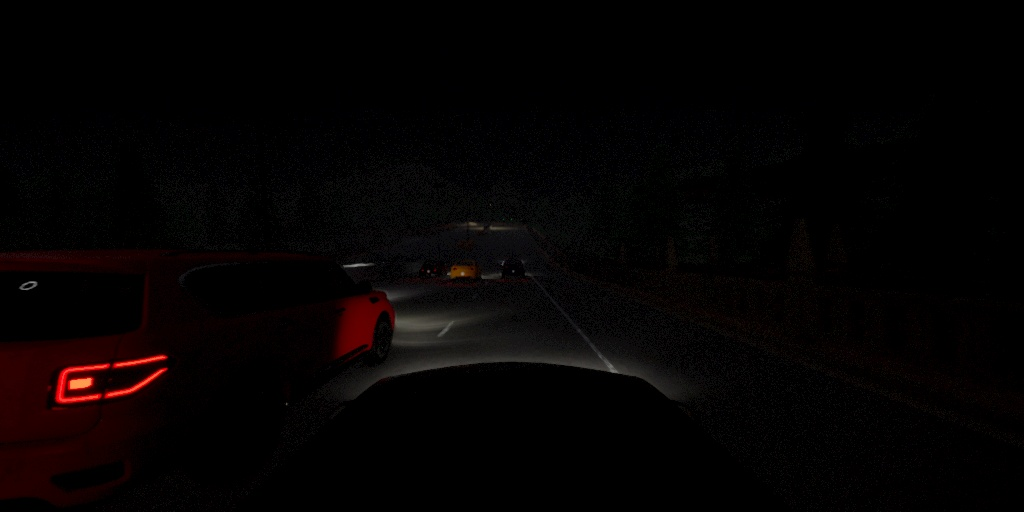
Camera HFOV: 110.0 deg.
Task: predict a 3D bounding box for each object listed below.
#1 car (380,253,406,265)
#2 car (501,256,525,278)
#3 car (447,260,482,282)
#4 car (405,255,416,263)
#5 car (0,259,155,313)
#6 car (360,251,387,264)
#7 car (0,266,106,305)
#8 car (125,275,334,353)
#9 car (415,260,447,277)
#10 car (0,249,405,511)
[{"bbox_3d":[-17.554,0.399,53.051,2.033,1.411,5.357,0,4,1],"label":"car"},{"bbox_3d":[0.100,1.036,30.809,1.882,1.535,5.008,0,0,0],"label":"car"},{"bbox_3d":[-3.400,1.060,27.240,1.882,1.535,5.008,0,0,0],"label":"car"},{"bbox_3d":[-14.073,0.697,47.199,2.128,1.511,4.902,0,3,0],"label":"car"},{"bbox_3d":[-17.598,1.018,14.336,2.097,1.767,4.553,0,0,0],"label":"car"},{"bbox_3d":[-21.048,0.214,54.756,2.128,1.511,4.902,0,4,1],"label":"car"},{"bbox_3d":[-21.097,1.222,15.637,1.994,1.385,4.181,0,0,0],"label":"car"},{"bbox_3d":[-6.900,1.299,9.627,1.895,1.301,4.718,0,0,0],"label":"car"},{"bbox_3d":[-6.900,1.076,31.966,1.812,1.442,4.674,0,0,0],"label":"car"},{"bbox_3d":[-3.400,0.951,4.796,2.150,2.045,5.566,0,0,0],"label":"car"}]
